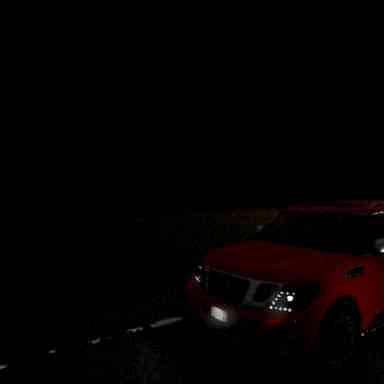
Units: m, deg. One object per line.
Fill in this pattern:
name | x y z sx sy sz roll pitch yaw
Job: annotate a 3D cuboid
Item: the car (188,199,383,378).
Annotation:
car | 2.591 1.181 5.843 5.566 2.045 2.150 -1 0 -36
